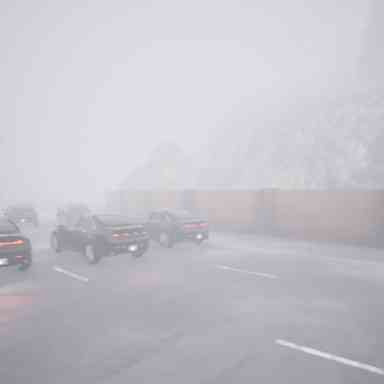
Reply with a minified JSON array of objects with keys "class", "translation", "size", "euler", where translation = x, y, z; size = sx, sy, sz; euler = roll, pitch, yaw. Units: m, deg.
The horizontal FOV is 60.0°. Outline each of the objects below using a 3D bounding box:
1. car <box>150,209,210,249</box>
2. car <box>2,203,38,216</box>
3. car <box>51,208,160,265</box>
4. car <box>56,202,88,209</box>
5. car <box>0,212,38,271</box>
[{"class":"car","translation":[-1.349,1.506,14.801],"size":[1.837,1.490,4.892],"euler":[0,0,-42]},{"class":"car","translation":[-11.709,1.513,22.743],"size":[1.837,1.490,4.892],"euler":[0,0,-30]},{"class":"car","translation":[-3.442,1.504,11.900],"size":[1.837,1.490,4.892],"euler":[0,-1,-43]},{"class":"car","translation":[-8.857,1.512,24.781],"size":[1.837,1.490,4.892],"euler":[0,0,-30]},{"class":"car","translation":[-6.383,1.506,9.980],"size":[1.837,1.490,4.892],"euler":[0,0,-44]}]
